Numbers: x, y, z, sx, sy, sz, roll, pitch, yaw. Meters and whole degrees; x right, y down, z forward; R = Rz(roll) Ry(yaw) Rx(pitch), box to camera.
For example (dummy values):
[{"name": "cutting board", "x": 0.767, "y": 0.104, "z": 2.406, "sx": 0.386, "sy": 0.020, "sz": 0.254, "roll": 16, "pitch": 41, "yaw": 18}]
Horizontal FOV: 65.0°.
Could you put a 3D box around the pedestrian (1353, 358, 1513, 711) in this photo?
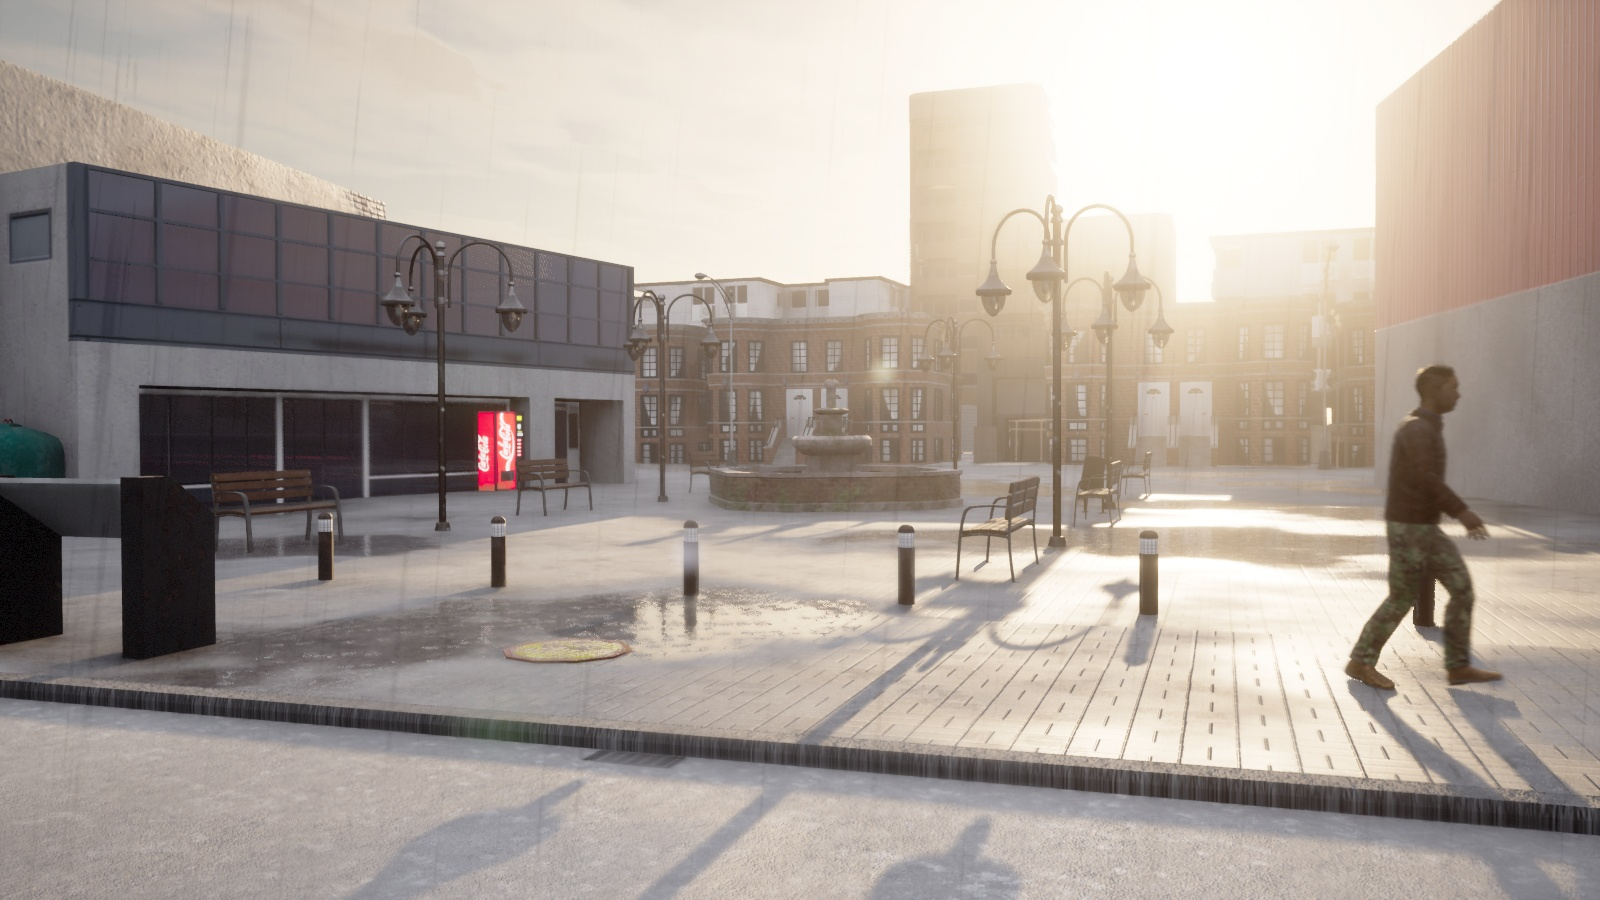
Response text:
[{"name": "pedestrian", "x": 3.487, "y": 0.438, "z": 6.925, "sx": 0.703, "sy": 1.840, "sz": 0.431, "roll": 1, "pitch": 1, "yaw": 37}]
